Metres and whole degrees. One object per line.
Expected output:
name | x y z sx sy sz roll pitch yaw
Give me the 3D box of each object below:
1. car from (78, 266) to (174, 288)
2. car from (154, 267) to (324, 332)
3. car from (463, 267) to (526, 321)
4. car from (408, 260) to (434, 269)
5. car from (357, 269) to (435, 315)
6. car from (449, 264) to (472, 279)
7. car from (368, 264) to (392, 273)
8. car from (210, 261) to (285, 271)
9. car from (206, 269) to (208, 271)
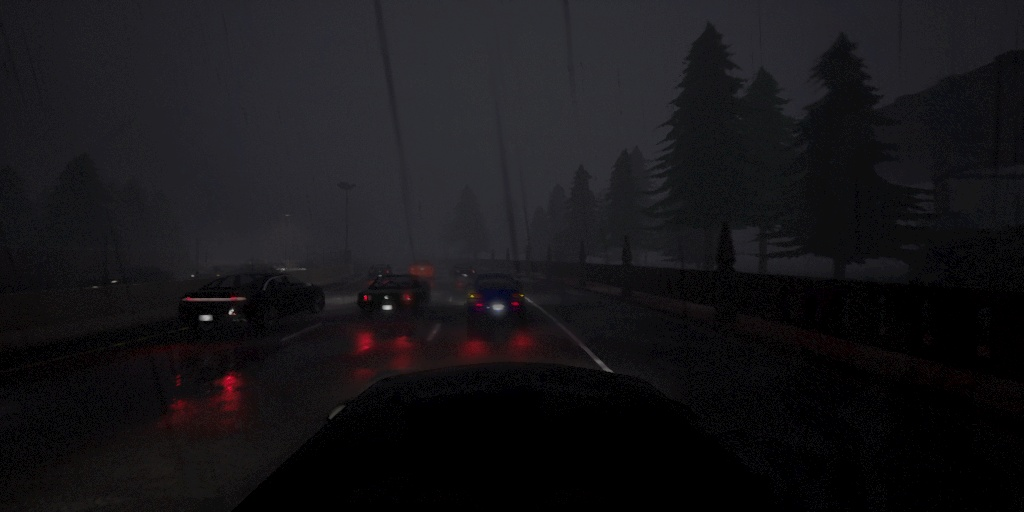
car | -23.717 1.349 22.508 2.033 1.411 5.357 0 0 -14
car | -7.488 1.257 10.932 2.128 1.511 4.902 0 0 -5
car | -0.638 1.275 12.359 1.812 1.442 4.674 0 0 -6
car | -8.123 1.116 32.043 2.097 1.767 4.553 0 0 -17
car | -4.234 1.359 13.662 1.895 1.301 4.718 0 0 -7
car | -4.512 1.356 32.345 1.895 1.301 4.718 0 0 -16
car | -11.807 1.373 32.304 1.895 1.301 4.718 0 0 -17
car | -16.748 1.278 23.186 2.128 1.511 4.902 0 0 -14
car | -21.053 1.396 26.016 1.895 1.301 4.718 0 0 -16
